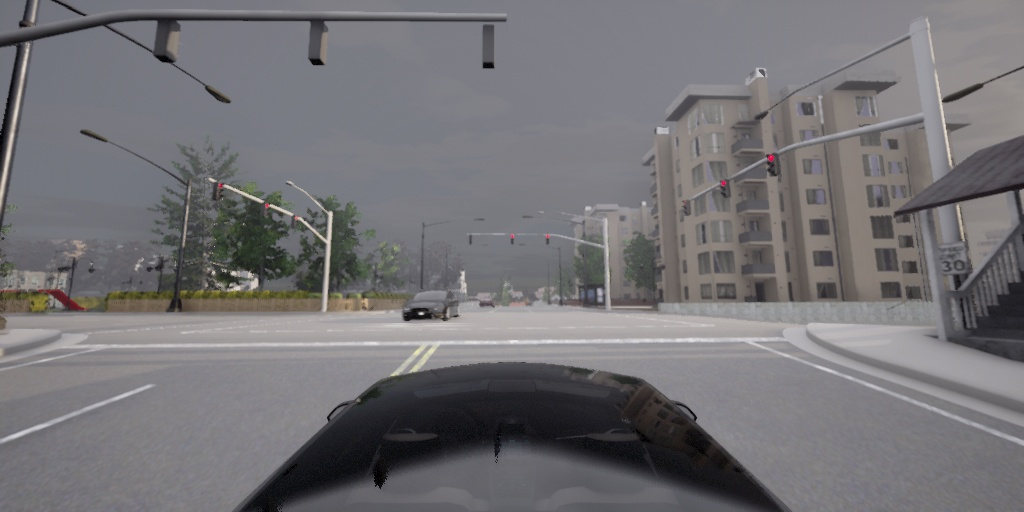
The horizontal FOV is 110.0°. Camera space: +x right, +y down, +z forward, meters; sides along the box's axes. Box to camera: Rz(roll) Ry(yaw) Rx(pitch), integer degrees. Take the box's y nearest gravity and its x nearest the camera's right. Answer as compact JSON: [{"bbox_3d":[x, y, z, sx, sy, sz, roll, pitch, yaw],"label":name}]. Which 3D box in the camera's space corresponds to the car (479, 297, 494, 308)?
[{"bbox_3d":[-3.586,6.598,51.181,1.882,1.535,5.008,0,-6,0],"label":"car"}]

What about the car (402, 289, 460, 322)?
[{"bbox_3d":[-3.548,2.249,16.451,1.837,1.490,4.892,-1,-6,0],"label":"car"}]
